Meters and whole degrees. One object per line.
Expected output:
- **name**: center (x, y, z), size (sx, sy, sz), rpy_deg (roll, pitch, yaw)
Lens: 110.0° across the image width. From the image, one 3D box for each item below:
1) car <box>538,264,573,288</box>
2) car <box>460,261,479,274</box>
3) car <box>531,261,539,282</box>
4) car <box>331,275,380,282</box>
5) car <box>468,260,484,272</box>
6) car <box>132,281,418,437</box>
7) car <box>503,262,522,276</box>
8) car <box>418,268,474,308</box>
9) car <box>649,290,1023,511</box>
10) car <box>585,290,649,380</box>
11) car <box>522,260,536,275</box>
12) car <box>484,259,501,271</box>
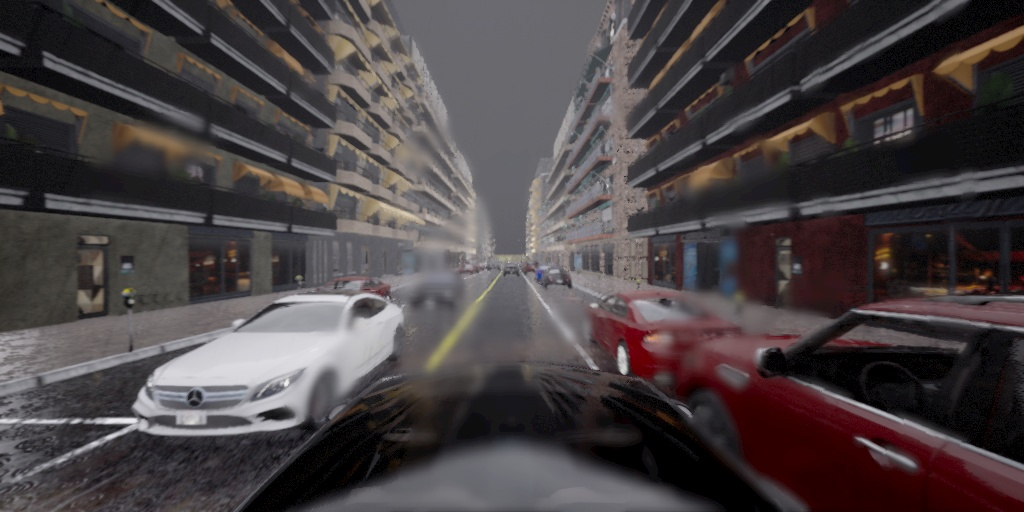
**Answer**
- **car**: center (3.108, 1.489, 25.604), size (1.812, 1.442, 4.674), rpy_deg (0, -1, 0)
- **car**: center (-5.772, 1.726, 46.749), size (1.888, 1.381, 4.507), rpy_deg (0, 0, 0)
- **car**: center (3.085, 1.506, 32.605), size (1.882, 1.535, 5.008), rpy_deg (0, -1, 0)
- **car**: center (-5.704, 1.415, 12.763), size (1.888, 1.381, 4.507), rpy_deg (0, 0, 0)
- **car**: center (-5.783, 1.546, 52.412), size (2.192, 1.841, 5.009), rpy_deg (0, 0, 0)
- **car**: center (-3.097, 1.323, 5.793), size (1.812, 1.442, 4.674), rpy_deg (0, -1, 0)
- **car**: center (-0.060, 1.652, 43.043), size (1.837, 1.490, 4.892), rpy_deg (0, 0, 0)
- **car**: center (-3.117, 1.442, 16.271), size (2.033, 1.411, 5.357), rpy_deg (0, -1, 0)
- **car**: center (2.666, 1.056, 1.512), size (2.192, 1.841, 5.009), rpy_deg (0, 0, 0)
- **car**: center (2.655, 1.339, 7.176), size (1.888, 1.381, 4.507), rpy_deg (0, 0, 0)
- **car**: center (2.576, 1.474, 46.824), size (2.192, 1.841, 5.009), rpy_deg (0, 0, 0)
- **car**: center (-3.137, 1.534, 62.215), size (2.150, 2.045, 5.566), rpy_deg (0, 0, 1)
